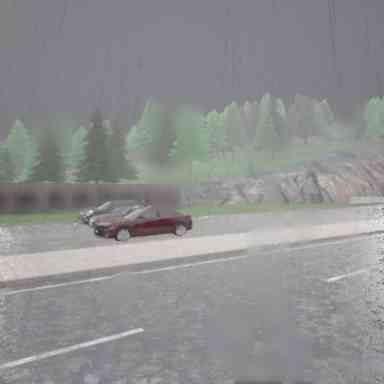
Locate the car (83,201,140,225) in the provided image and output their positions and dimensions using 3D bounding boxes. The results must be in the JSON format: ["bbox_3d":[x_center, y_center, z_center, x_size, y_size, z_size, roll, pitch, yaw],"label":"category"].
[{"bbox_3d":[-3.582,1.492,19.827,4.902,1.511,2.128,0,0,-35],"label":"car"}]

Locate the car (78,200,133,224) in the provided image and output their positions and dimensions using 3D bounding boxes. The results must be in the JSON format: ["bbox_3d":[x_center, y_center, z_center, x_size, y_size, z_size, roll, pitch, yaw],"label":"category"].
[{"bbox_3d":[-5.401,1.353,22.827,4.553,1.767,2.097,0,0,-35],"label":"car"}]

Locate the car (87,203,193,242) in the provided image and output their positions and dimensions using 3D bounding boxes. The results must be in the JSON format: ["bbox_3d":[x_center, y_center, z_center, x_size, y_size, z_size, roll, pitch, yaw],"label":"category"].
[{"bbox_3d":[-2.269,1.479,16.469,5.008,1.535,1.882,-1,0,-35],"label":"car"}]
